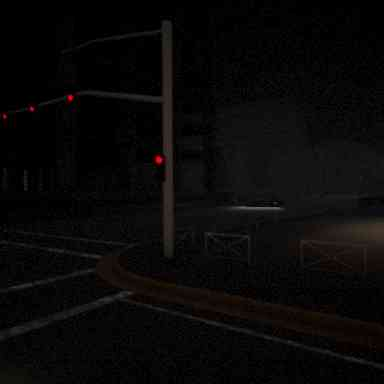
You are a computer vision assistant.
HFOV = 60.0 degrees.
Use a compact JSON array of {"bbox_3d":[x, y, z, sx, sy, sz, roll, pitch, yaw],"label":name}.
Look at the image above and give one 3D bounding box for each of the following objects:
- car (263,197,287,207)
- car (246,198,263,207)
[{"bbox_3d":[13.364,1.624,52.299,1.837,1.490,4.892,-1,-1,36],"label":"car"},{"bbox_3d":[10.478,1.668,54.281,1.812,1.442,4.674,-1,-1,36],"label":"car"}]
